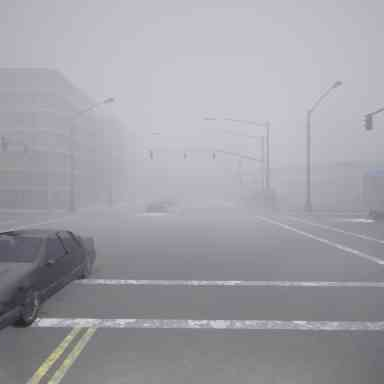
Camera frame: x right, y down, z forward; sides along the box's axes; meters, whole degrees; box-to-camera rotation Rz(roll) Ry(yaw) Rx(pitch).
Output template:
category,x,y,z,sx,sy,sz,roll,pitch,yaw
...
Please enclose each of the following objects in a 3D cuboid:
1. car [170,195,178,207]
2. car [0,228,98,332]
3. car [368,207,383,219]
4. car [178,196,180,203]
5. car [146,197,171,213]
category,x,y,z,sx,sy,sz,roll,pitch,yaw
car,-3.561,1.477,50.971,1.882,1.535,5.008,0,0,0
car,-3.593,1.550,7.261,2.033,1.411,5.357,0,0,0
car,16.420,1.564,26.479,4.181,1.385,1.994,0,0,0
car,-3.460,1.477,68.762,1.882,1.535,5.008,0,0,0
car,-3.726,1.564,36.106,1.994,1.385,4.181,0,0,2
